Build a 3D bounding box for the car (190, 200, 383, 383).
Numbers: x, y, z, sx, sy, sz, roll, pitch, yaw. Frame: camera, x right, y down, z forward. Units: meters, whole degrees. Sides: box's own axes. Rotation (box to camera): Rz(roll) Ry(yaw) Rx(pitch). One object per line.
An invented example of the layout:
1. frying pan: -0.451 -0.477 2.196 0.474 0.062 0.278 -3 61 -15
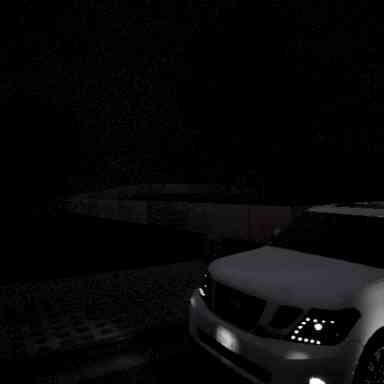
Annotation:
1. car: 2.667 1.173 4.933 5.566 2.045 2.150 0 1 -33
